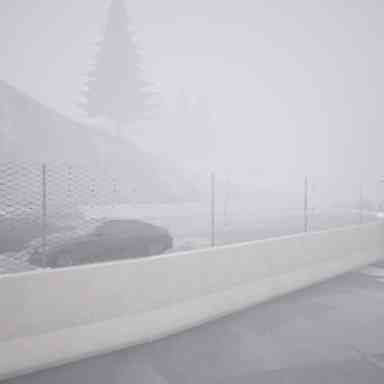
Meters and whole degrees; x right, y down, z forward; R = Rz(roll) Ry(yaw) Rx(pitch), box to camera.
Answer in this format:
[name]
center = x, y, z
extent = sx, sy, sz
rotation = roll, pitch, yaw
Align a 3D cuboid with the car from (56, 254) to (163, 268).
[car]
center = -2.763, 1.549, 10.762
extent = 4.674, 1.442, 1.812
rotation = 0, 0, -37
